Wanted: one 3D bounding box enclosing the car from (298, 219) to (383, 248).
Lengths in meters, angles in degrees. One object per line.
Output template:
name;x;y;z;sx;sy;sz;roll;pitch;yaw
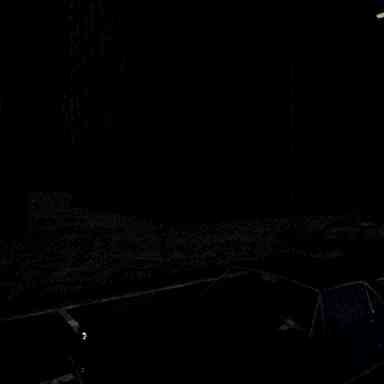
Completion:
car;4.756;1.577;10.041;4.206;1.307;1.802;0;0;-35

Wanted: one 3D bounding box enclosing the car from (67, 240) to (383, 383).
car;1.051;1.599;4.109;4.718;1.301;1.895;0;0;-35
